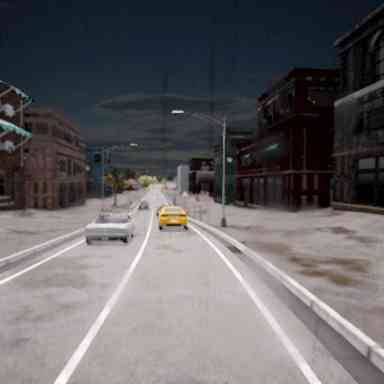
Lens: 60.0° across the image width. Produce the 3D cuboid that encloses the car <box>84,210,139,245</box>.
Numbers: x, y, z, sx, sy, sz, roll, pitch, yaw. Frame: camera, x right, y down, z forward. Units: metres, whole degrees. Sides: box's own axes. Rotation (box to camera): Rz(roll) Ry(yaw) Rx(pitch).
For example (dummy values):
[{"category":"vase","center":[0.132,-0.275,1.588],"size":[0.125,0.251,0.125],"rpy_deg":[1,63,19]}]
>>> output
[{"category":"car","center":[-3.889,1.709,16.335],"size":[1.895,1.301,4.718],"rpy_deg":[0,-1,-5]}]

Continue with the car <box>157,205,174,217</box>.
[{"category":"car","center":[-3.395,2.363,42.027],"size":[1.994,1.385,4.181],"rpy_deg":[0,-1,-6]}]

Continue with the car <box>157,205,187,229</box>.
[{"category":"car","center":[-1.427,1.775,23.806],"size":[1.882,1.535,5.008],"rpy_deg":[0,-2,-6]}]

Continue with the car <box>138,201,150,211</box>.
[{"category":"car","center":[-8.197,2.328,56.786],"size":[1.837,1.490,4.892],"rpy_deg":[0,1,-6]}]
